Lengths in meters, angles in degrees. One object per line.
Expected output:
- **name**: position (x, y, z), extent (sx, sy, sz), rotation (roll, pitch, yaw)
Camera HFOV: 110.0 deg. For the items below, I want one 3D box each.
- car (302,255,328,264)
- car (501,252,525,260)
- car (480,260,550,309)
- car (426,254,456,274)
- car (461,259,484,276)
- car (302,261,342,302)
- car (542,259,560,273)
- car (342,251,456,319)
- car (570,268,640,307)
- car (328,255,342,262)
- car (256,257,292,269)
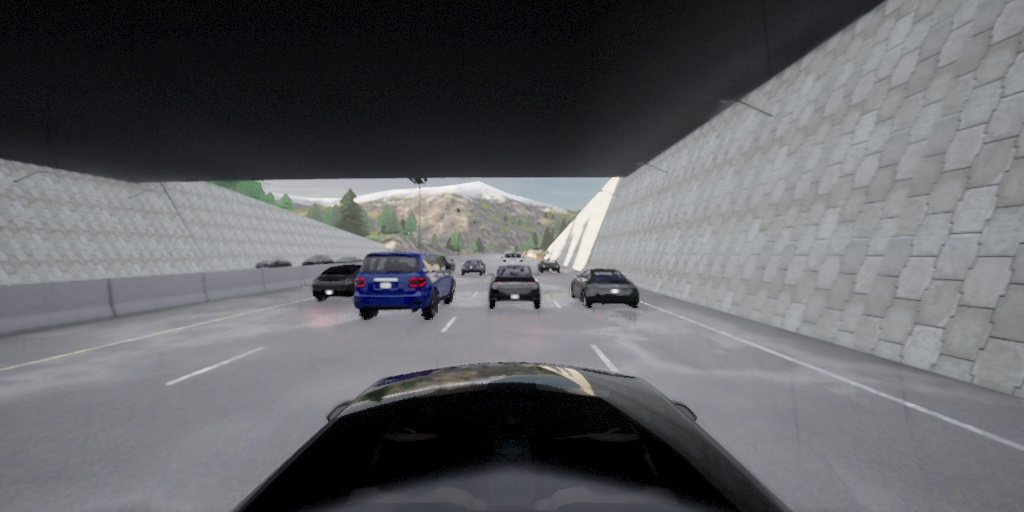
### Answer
- **car**: position (-24.550, 0.634, 45.587), extent (2.097, 1.767, 4.553), rotation (0, 1, 0)
- **car**: position (0.113, 0.600, 36.336), extent (2.150, 2.045, 5.566), rotation (0, 1, 0)
- **car**: position (0.097, 1.107, 14.257), extent (2.128, 1.511, 4.902), rotation (0, 1, 0)
- **car**: position (-6.889, 0.742, 35.340), extent (2.097, 1.767, 4.553), rotation (0, 1, 0)
- **car**: position (-3.391, 0.970, 32.283), extent (2.033, 1.411, 5.357), rotation (0, 1, 0)
- **car**: position (-6.903, 1.102, 15.960), extent (1.837, 1.490, 4.892), rotation (0, 0, 0)
- **car**: position (3.612, 0.984, 35.835), extent (1.895, 1.301, 4.718), rotation (0, 1, 0)
- **car**: position (-3.404, 0.858, 12.353), extent (2.150, 2.045, 5.566), rotation (0, 1, 0)
- **car**: position (3.597, 1.176, 14.526), extent (1.994, 1.385, 4.181), rotation (0, 1, 0)
- **car**: position (-21.052, 0.786, 45.836), extent (1.837, 1.490, 4.892), rotation (0, 0, 0)
- **car**: position (-28.054, 0.842, 42.508), extent (1.812, 1.442, 4.674), rotation (0, 0, 0)
